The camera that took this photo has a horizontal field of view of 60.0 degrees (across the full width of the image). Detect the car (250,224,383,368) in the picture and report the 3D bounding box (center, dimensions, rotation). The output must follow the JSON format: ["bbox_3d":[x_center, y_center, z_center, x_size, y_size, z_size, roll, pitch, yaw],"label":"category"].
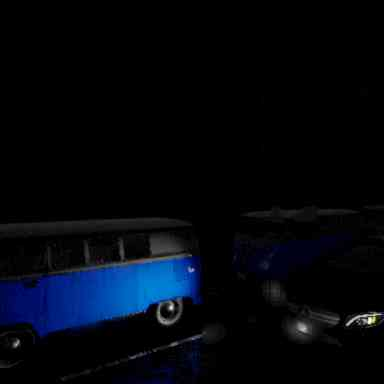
[{"bbox_3d":[3.361,1.524,5.775,4.674,1.442,1.812,0,0,-35],"label":"car"}]

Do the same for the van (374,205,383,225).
[{"bbox_3d":[7.361,1.336,11.789,3.998,1.788,1.690,0,-1,-35],"label":"van"}]

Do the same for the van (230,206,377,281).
[{"bbox_3d":[2.812,1.339,8.548,3.998,1.788,1.690,0,-1,-35],"label":"van"}]

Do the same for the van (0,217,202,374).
[{"bbox_3d":[-1.738,1.341,5.307,3.998,1.788,1.690,0,-1,-35],"label":"van"}]
